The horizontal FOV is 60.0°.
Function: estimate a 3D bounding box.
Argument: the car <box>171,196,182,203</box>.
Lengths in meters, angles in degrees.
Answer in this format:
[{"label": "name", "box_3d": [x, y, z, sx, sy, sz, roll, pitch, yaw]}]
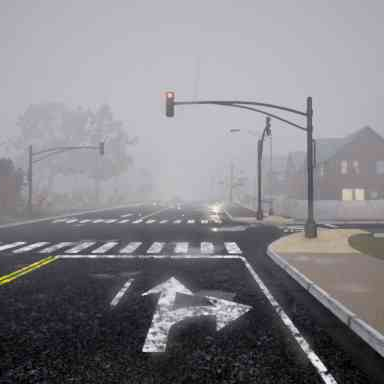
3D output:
[{"label": "car", "box_3d": [-3.139, 1.535, 67.814, 1.812, 1.442, 4.674, 0, 0, 5]}]

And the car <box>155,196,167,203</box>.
[{"label": "car", "box_3d": [-6.374, 1.497, 68.130, 1.882, 1.535, 5.008, 0, 0, 5]}]
